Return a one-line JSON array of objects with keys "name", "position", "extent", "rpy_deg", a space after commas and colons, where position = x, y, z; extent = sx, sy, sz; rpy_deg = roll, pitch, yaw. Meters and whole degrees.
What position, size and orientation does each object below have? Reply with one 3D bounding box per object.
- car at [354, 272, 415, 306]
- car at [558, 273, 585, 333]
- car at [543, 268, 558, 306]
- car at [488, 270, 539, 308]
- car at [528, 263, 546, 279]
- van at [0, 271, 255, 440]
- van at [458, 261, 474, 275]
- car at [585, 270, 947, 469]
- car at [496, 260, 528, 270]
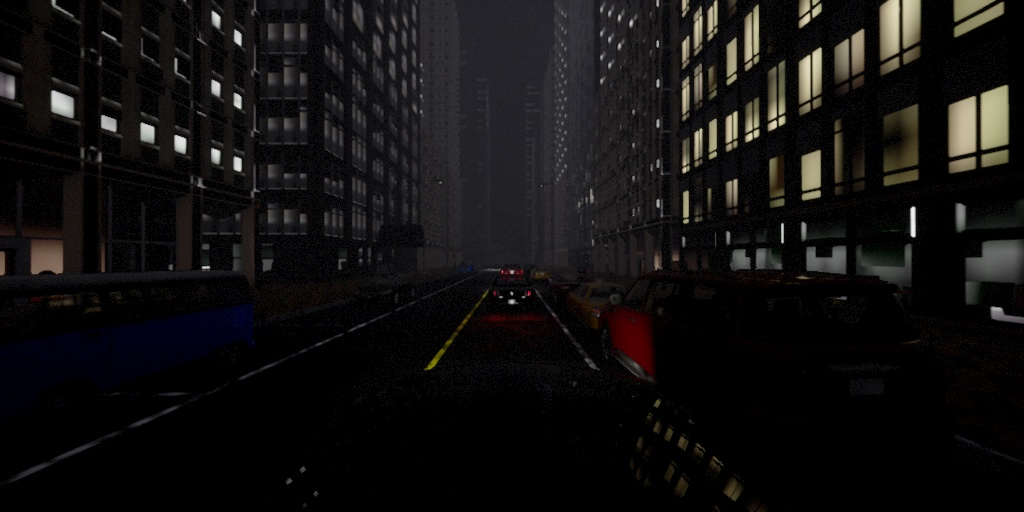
[{"name": "car", "position": [-5.694, 1.434, 16.489], "extent": [2.007, 1.370, 4.403], "rpy_deg": [0, 0, 0]}, {"name": "car", "position": [2.687, 1.358, 10.960], "extent": [1.751, 1.417, 4.829], "rpy_deg": [0, 0, 0]}, {"name": "car", "position": [2.686, 1.429, 16.488], "extent": [1.888, 1.381, 4.507], "rpy_deg": [0, 0, 0]}, {"name": "car", "position": [-0.001, 1.480, 15.949], "extent": [1.895, 1.301, 4.718], "rpy_deg": [0, 0, 0]}, {"name": "car", "position": [2.683, 1.558, 33.753], "extent": [1.751, 1.417, 4.829], "rpy_deg": [0, 0, 0]}, {"name": "van", "position": [-5.692, 1.121, 5.096], "extent": [1.690, 1.789, 3.998], "rpy_deg": [0, 0, 0]}, {"name": "van", "position": [-5.700, 1.468, 44.982], "extent": [1.690, 1.789, 3.998], "rpy_deg": [0, 0, 0]}, {"name": "car", "position": [2.689, 1.095, 5.093], "extent": [2.192, 1.841, 5.009], "rpy_deg": [0, 0, 0]}, {"name": "car", "position": [-0.005, 1.360, 30.926], "extent": [2.097, 1.767, 4.553], "rpy_deg": [0, -1, 0]}]
